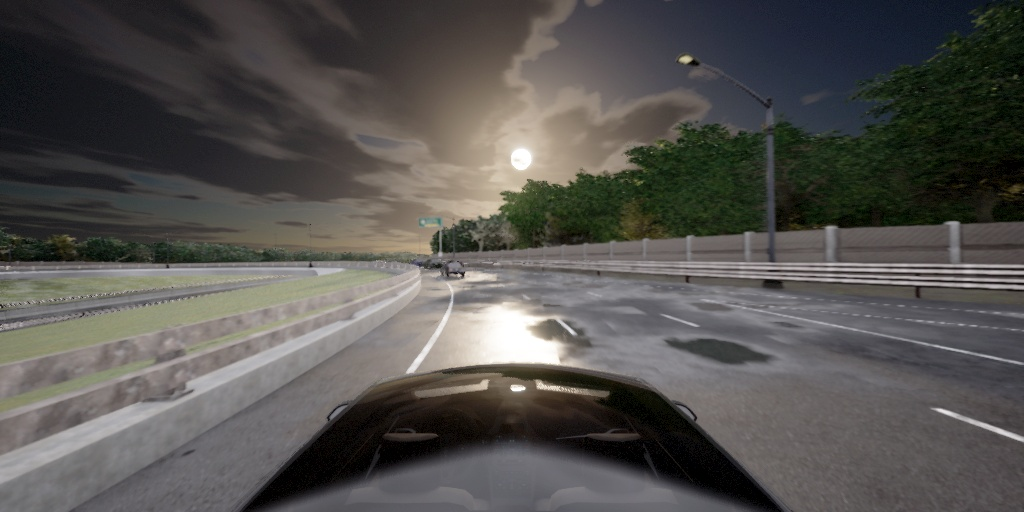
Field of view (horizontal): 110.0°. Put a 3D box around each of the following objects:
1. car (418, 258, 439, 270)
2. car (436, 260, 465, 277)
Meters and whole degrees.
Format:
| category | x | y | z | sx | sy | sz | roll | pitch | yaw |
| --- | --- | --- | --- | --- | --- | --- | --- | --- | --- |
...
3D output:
| category | x | y | z | sx | sy | sz | roll | pitch | yaw |
| --- | --- | --- | --- | --- | --- | --- | --- | --- | --- |
| car | -13.315 | 1.291 | 59.360 | 2.097 | 1.767 | 4.553 | -1 | 0 | -32 |
| car | -6.162 | 1.381 | 37.016 | 2.033 | 1.411 | 5.357 | -1 | 0 | -20 |
